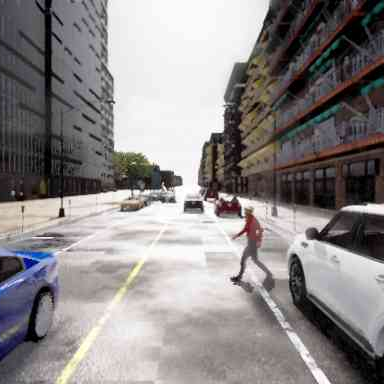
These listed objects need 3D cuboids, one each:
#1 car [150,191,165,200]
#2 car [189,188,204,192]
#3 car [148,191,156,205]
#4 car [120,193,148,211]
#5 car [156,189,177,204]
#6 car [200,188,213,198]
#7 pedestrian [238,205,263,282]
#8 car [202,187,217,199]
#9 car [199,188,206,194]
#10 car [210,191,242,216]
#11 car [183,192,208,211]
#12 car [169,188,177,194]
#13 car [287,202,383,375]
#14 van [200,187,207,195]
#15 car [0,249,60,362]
[{"bbox_3d":[-5.577,0.528,54.359,2.008,1.369,4.403,1,1,0],"label":"car"},{"bbox_3d":[0.151,0.622,46.364,2.128,1.511,4.902,0,1,1],"label":"car"},{"bbox_3d":[-5.610,0.854,37.423,2.008,1.369,4.403,1,1,0],"label":"car"},{"bbox_3d":[-5.621,0.938,31.607,1.752,1.417,4.829,1,1,0],"label":"car"},{"bbox_3d":[-3.010,0.685,43.172,2.128,1.511,4.902,0,1,0],"label":"car"},{"bbox_3d":[2.828,0.069,65.657,2.192,1.841,5.009,1,1,0],"label":"car"},{"bbox_3d":[1.344,1.150,7.681,0.375,1.860,0.375,1,0,-3],"label":"pedestrian"},{"bbox_3d":[2.795,0.401,48.721,2.192,1.841,5.009,1,1,0],"label":"car"},{"bbox_3d":[2.879,-0.268,93.888,1.887,1.381,4.507,1,1,0],"label":"car"},{"bbox_3d":[2.750,0.955,26.144,1.967,1.590,4.097,1,1,0],"label":"car"},{"bbox_3d":[0.142,0.973,30.908,2.033,1.411,5.357,0,1,0],"label":"car"},{"bbox_3d":[-5.467,-0.372,93.870,1.967,1.590,4.097,1,1,0],"label":"car"},{"bbox_3d":[3.009,1.140,4.502,2.150,2.045,5.566,0,1,0],"label":"car"},{"bbox_3d":[2.860,-0.242,82.592,1.690,1.788,3.998,1,1,0],"label":"van"},{"bbox_3d":[-3.094,1.413,3.412,1.882,1.535,5.008,0,1,0],"label":"car"}]
